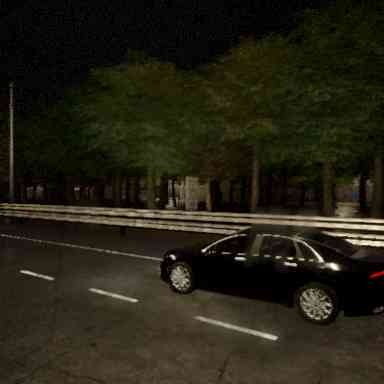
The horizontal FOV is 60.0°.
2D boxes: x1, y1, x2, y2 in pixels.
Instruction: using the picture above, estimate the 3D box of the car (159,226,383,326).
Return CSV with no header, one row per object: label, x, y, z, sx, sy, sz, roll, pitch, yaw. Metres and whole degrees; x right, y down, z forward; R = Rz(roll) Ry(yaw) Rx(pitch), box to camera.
car,1.477,1.506,7.116,4.892,1.490,1.837,0,0,35
